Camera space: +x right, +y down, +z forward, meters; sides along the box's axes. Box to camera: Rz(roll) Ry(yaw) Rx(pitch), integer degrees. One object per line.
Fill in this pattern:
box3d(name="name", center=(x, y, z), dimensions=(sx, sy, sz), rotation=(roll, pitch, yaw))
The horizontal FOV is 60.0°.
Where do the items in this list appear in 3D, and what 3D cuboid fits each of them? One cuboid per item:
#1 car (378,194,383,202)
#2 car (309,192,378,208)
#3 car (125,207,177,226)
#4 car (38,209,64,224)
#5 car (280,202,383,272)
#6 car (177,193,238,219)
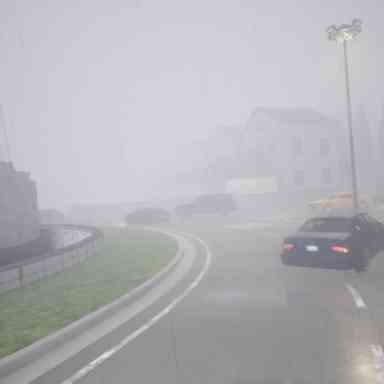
box3d(name="car", center=(19.544, 0.422, 32.083), dimensions=(4.718, 1.301, 1.895), rotation=(-4, 0, -19))
box3d(name="car", center=(11.850, 0.787, 26.751), dimensions=(5.008, 1.535, 1.882), rotation=(-4, 0, -10))
box3d(name="car", center=(-3.600, 1.890, 26.509), dimensions=(1.994, 1.385, 4.181), rotation=(-3, 0, -44))
box3d(name="car", center=(-16.520, 2.717, 37.190), dimensions=(4.892, 1.490, 1.837), rotation=(-4, 0, 28))
box3d(name="car", center=(4.452, 1.287, 9.833), dimensions=(2.033, 1.411, 5.357), rotation=(-4, 0, 40))
box3d(name="car", center=(1.277, 1.232, 29.692), dimensions=(5.566, 2.045, 2.150), rotation=(-4, 0, 6))
